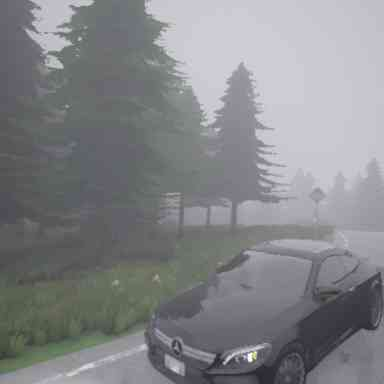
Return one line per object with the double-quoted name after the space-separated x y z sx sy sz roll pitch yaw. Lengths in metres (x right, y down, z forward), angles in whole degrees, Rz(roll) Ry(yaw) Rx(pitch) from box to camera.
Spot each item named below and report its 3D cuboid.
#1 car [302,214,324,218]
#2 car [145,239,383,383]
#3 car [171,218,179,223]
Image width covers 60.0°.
12.858 3.185 36.308 2.097 1.767 4.553 4 -7 -15 "car"
1.460 1.539 5.129 1.812 1.442 4.674 0 1 45 "car"
-2.455 4.909 51.927 4.553 1.767 2.097 -5 -8 37 "car"
